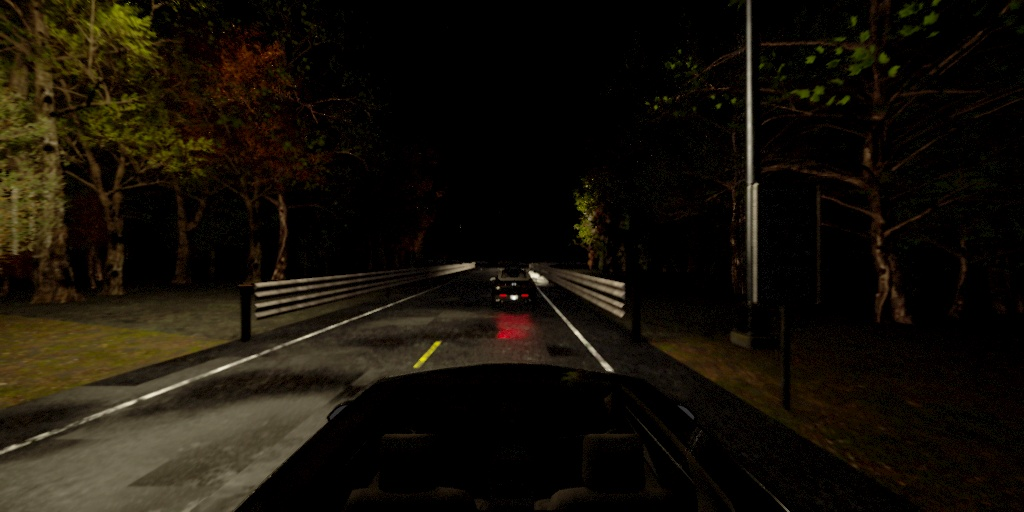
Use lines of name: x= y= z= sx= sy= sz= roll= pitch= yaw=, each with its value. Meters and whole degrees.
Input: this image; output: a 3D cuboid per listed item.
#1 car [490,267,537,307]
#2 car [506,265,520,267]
car: x=0.085 y=1.379 z=16.198 sx=1.837 sy=1.490 sz=4.892 roll=0 pitch=-1 yaw=0
car: x=0.086 y=1.575 z=33.856 sx=2.033 sy=1.411 sz=5.357 roll=0 pitch=0 yaw=0
